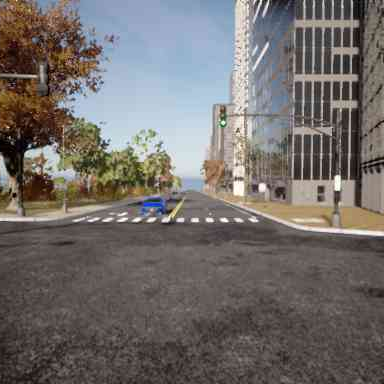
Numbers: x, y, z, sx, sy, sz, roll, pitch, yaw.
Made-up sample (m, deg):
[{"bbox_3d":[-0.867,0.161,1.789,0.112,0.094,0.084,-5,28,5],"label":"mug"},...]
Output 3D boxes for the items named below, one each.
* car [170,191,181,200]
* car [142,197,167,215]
[{"bbox_3d":[-3.336,0.630,67.490,2.097,1.767,4.553,0,1,0],"label":"car"},{"bbox_3d":[-3.279,1.161,29.675,1.882,1.535,5.008,0,1,0],"label":"car"}]
